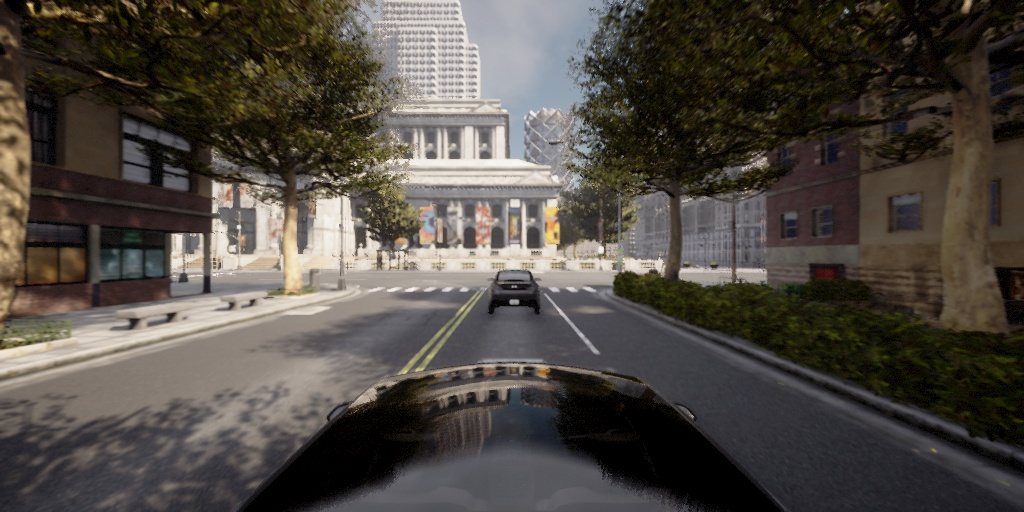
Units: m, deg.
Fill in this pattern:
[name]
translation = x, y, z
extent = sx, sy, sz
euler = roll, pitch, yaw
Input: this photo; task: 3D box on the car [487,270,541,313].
[car]
translation = 0.091, 1.264, 14.167
extent = 1.837, 1.490, 4.892
euler = 0, 0, 0
